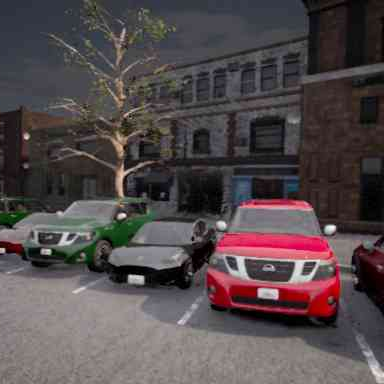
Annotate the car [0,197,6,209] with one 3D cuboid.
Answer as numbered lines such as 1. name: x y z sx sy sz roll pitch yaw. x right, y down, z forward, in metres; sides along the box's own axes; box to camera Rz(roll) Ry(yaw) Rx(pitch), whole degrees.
1. car: -7.898 1.217 14.746 2.435 2.045 5.566 0 -1 15

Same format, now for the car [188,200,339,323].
1. car: 1.897 1.229 7.717 2.435 2.045 5.566 1 -1 15

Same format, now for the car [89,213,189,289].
1. car: -0.558 1.507 9.460 2.163 1.488 4.792 1 -1 15

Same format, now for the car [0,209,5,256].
1. car: -5.457 1.500 12.944 2.163 1.488 4.792 1 -1 15

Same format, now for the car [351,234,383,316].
1. car: 4.330 1.358 5.968 2.185 1.767 4.553 0 -1 16

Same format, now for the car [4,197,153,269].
1. car: -3.003 1.223 11.205 2.435 2.045 5.566 1 -1 15
